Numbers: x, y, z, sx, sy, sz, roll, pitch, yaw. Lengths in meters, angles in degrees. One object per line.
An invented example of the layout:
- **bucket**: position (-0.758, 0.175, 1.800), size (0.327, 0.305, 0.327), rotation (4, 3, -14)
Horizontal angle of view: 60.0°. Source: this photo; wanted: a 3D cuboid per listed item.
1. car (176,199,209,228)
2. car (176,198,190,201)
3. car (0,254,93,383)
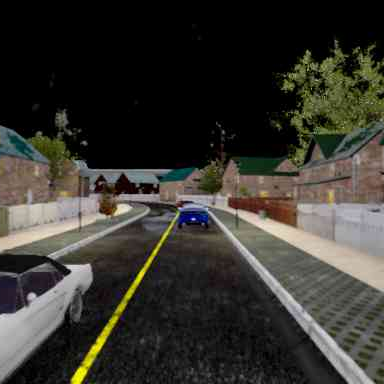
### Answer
- **car**: position (0.090, 1.483, 22.386), size (1.882, 1.535, 5.008), rotation (0, 0, 0)
- **car**: position (-0.936, 1.477, 42.853), size (1.882, 1.535, 5.008), rotation (0, 0, -8)
- **car**: position (-2.853, 1.603, 4.279), size (1.895, 1.301, 4.718), rotation (0, 0, 0)
